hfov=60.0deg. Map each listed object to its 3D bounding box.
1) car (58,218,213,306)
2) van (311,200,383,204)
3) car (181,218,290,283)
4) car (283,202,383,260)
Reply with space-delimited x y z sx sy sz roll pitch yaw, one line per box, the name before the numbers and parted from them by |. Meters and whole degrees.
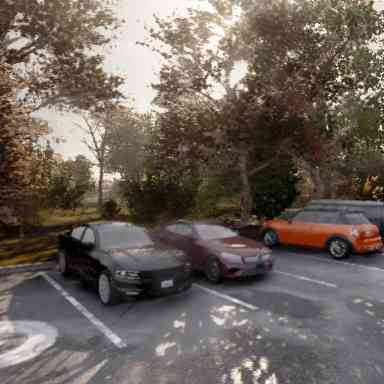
car | -1.929 1.497 8.444 2.097 1.535 5.008 0 0 -36
van | 7.060 1.367 15.021 1.878 1.987 4.442 1 0 -36
car | 0.339 1.557 10.064 2.002 1.452 4.674 1 0 -36
car | 4.885 1.440 13.281 2.185 1.767 4.553 1 0 -36
